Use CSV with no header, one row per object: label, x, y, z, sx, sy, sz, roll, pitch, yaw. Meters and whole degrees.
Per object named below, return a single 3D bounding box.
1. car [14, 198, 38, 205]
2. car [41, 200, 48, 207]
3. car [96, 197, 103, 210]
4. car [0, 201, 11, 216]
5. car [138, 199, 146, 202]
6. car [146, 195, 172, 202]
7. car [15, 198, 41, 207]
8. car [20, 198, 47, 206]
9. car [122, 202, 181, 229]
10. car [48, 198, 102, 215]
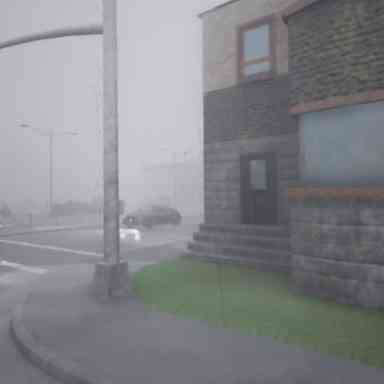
car,-37.563,2.187,75.387,2.007,1.523,4.514,-1,0,35
car,-21.677,1.865,54.649,2.007,1.523,4.514,-1,0,35
car,-11.950,1.525,46.841,1.932,1.855,4.605,-1,0,35
car,-19.183,1.623,31.045,1.970,1.475,3.806,-1,0,35
car,-7.056,1.789,53.765,1.970,1.475,3.806,-1,0,35
car,-4.707,1.468,51.339,1.905,1.878,3.866,-1,0,35
car,-29.789,1.999,60.484,1.845,1.501,3.633,-1,0,35
car,-34.979,2.143,73.609,2.152,1.636,5.027,-1,0,35
car,-2.546,1.551,21.700,1.994,1.385,4.181,-1,0,36
car,-12.108,1.648,34.658,2.007,1.523,4.514,-1,0,35
